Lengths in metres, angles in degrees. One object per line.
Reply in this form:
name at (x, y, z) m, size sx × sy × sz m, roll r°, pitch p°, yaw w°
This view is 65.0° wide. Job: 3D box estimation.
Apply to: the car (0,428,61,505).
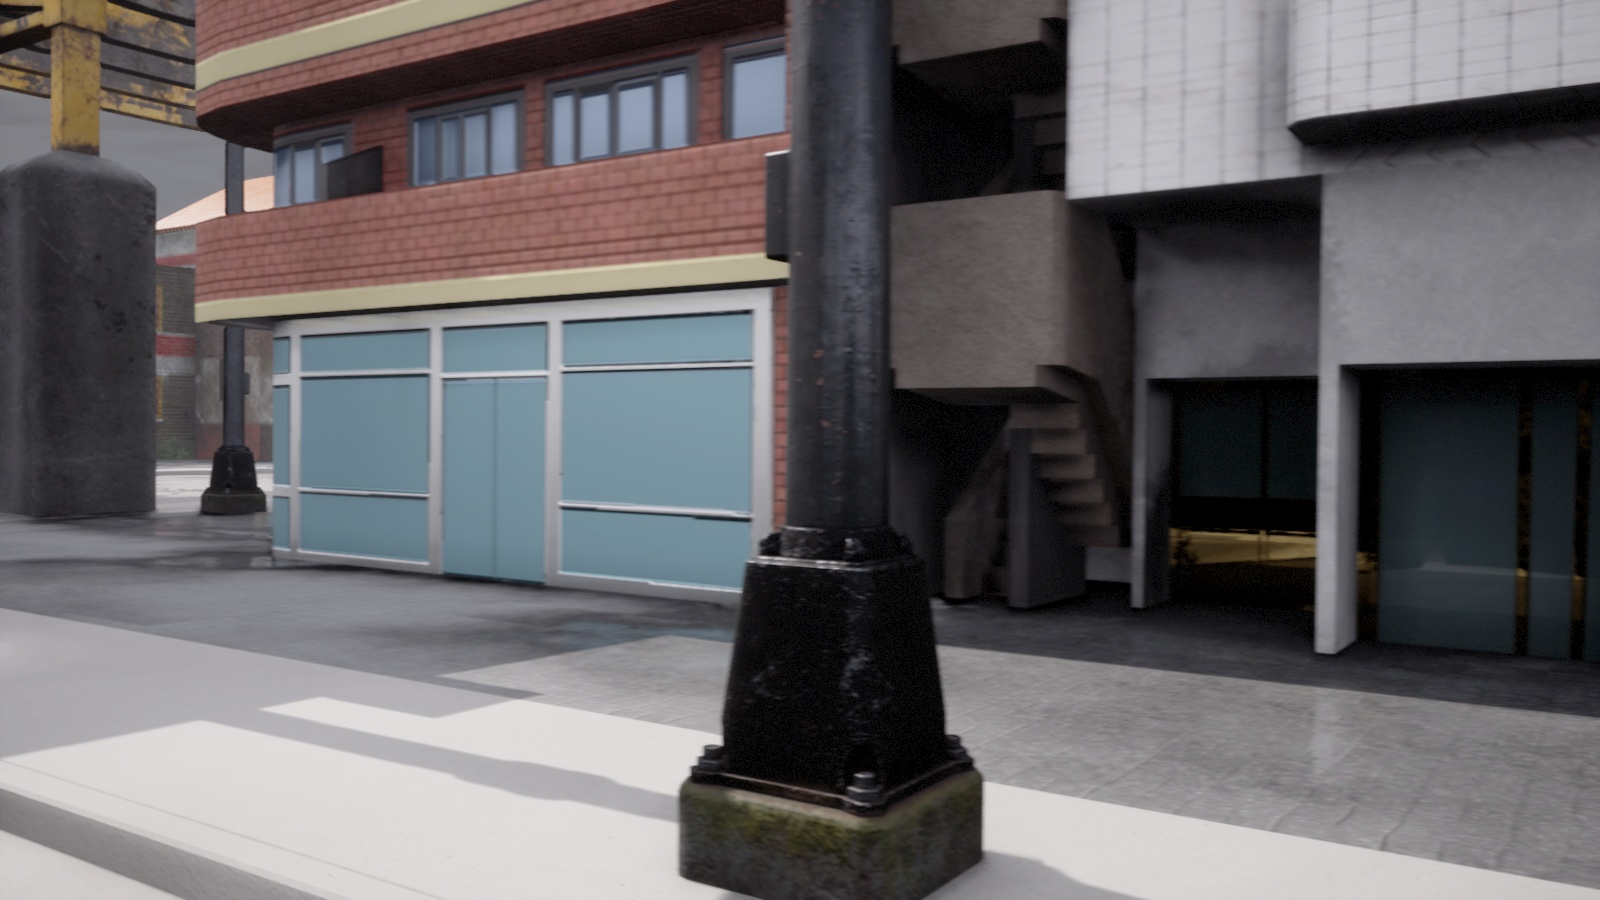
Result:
car at (-18.835, 0.379, 26.934) m, size 2.242 × 1.667 × 4.611 m, roll 0°, pitch 1°, yaw 34°
